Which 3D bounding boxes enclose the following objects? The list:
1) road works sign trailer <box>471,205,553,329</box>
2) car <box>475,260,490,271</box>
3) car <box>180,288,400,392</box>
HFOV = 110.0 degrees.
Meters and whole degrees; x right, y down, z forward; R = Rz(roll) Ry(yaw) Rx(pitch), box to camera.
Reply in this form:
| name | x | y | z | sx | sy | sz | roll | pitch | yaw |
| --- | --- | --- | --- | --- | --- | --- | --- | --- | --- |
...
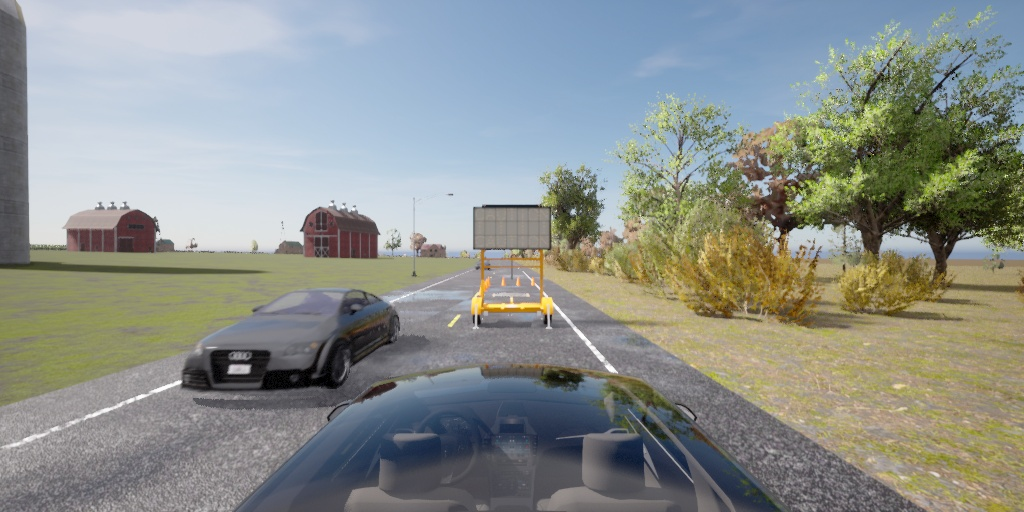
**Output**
| name | x | y | z | sx | sy | sz | roll | pitch | yaw |
| --- | --- | --- | --- | --- | --- | --- | --- | --- | --- |
| road works sign trailer | 0.000 | 0.210 | 11.193 | 2.380 | 3.560 | 2.880 | 0 | 0 | 0 |
| car | -3.998 | 1.225 | 49.265 | 2.128 | 1.511 | 4.902 | 0 | 0 | -1 |
| car | -3.609 | 1.311 | 6.735 | 1.994 | 1.385 | 4.181 | 0 | 0 | 0 |
